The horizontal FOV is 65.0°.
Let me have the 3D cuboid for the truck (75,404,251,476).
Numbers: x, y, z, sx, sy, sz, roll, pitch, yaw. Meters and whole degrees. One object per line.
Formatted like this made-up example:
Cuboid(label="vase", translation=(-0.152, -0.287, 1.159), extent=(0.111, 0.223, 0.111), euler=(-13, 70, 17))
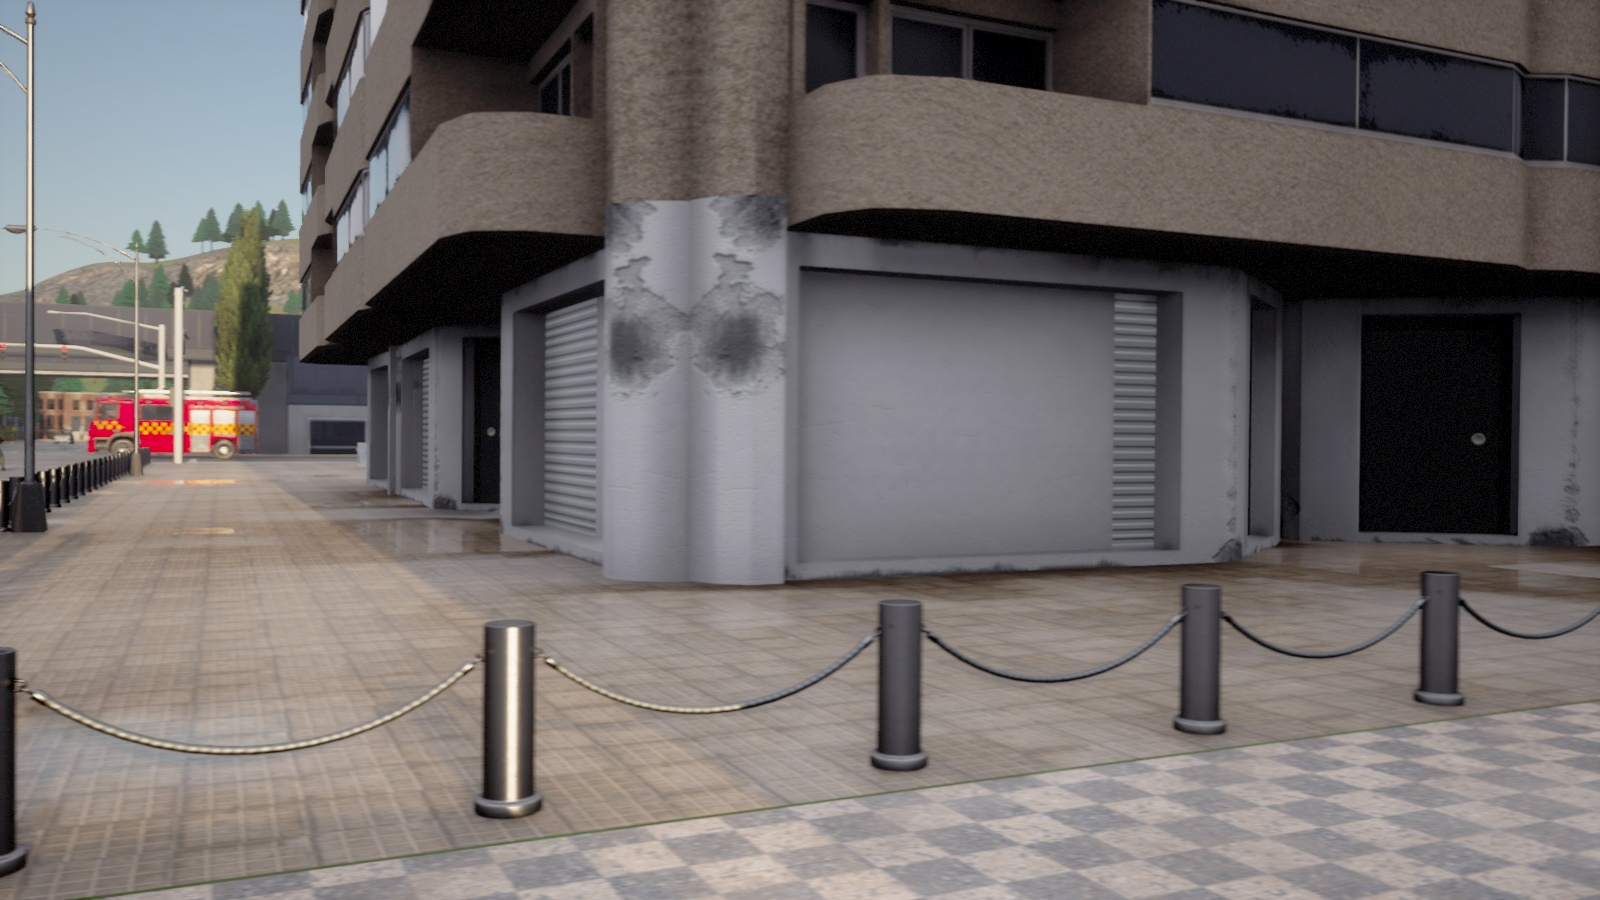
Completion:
Cuboid(label="truck", translation=(-35.173, -0.606, 69.676), extent=(8.468, 3.827, 2.891), euler=(-1, 1, -25))
